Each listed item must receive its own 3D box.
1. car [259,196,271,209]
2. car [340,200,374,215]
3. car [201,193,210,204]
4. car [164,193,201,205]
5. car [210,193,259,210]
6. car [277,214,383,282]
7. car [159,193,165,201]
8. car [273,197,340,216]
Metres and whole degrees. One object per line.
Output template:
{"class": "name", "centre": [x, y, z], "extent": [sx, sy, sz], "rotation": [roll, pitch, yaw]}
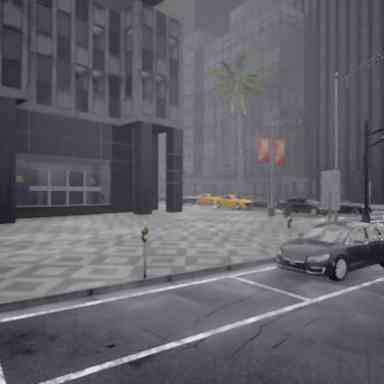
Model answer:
{"class": "car", "centre": [8.281, 1.176, 36.592], "extent": [1.994, 1.385, 4.181], "rotation": [0, 1, -35]}
{"class": "car", "centre": [13.366, 1.368, 29.428], "extent": [1.895, 1.301, 4.718], "rotation": [0, 1, -36]}
{"class": "car", "centre": [2.406, 0.915, 44.882], "extent": [1.882, 1.535, 5.008], "rotation": [0, 1, -35]}
{"class": "car", "centre": [-1.326, 0.995, 44.534], "extent": [1.895, 1.301, 4.718], "rotation": [0, 1, -35]}
{"class": "car", "centre": [4.519, 1.046, 36.277], "extent": [1.882, 1.535, 5.008], "rotation": [0, 1, -35]}
{"class": "car", "centre": [4.340, 1.563, 9.744], "extent": [4.403, 1.369, 2.008], "rotation": [0, 0, -36]}
{"class": "car", "centre": [-3.568, 0.827, 53.380], "extent": [1.994, 1.385, 4.181], "rotation": [0, 1, -34]}
{"class": "car", "centre": [9.808, 1.234, 28.814], "extent": [1.837, 1.490, 4.892], "rotation": [0, 1, -35]}
